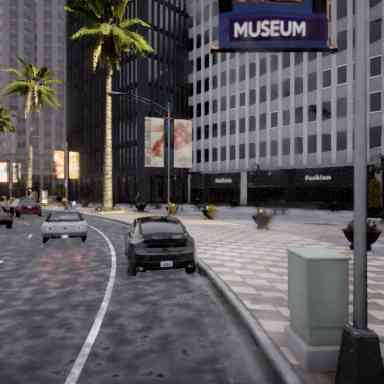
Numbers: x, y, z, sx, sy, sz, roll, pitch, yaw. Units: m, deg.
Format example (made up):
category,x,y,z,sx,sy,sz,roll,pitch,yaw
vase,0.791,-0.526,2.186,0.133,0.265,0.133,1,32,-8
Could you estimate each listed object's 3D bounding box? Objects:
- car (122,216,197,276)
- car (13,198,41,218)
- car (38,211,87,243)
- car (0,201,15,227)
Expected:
category,x,y,z,sx,sy,sz,roll,pitch,yaw
car,-1.146,1.503,10.448,1.837,1.490,4.892,0,0,-13
car,-15.538,1.336,30.603,2.097,1.767,4.553,0,0,-41
car,-6.219,1.595,16.250,1.895,1.301,4.718,0,0,-21
car,-13.068,1.551,21.937,1.994,1.385,4.181,0,0,-31
